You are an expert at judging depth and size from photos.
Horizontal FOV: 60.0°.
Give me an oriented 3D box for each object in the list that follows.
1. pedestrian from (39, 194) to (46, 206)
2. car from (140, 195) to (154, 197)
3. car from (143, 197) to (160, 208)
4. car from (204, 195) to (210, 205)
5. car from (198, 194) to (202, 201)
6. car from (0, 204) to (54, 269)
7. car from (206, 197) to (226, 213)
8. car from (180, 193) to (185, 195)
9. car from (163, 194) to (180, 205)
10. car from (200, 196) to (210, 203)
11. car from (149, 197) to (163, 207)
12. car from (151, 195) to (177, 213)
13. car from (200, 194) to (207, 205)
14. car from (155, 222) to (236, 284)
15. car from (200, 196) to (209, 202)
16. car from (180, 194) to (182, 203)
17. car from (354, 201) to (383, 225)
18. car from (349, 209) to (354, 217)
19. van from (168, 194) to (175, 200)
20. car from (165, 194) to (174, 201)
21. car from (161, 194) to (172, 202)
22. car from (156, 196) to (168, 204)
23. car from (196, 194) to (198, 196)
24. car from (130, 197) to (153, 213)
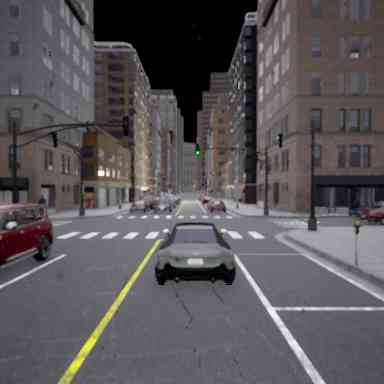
[{"bbox_3d":[-12.571,1.120,27.959,0.375,1.860,0.375,0,1,0],"label":"pedestrian"},{"bbox_3d":[-5.719,1.286,42.007,2.192,1.841,5.009,-1,0,0],"label":"car"},{"bbox_3d":[-5.722,1.515,47.572,1.887,1.381,4.507,-1,0,0],"label":"car"},{"bbox_3d":[2.808,1.495,42.211,1.752,1.417,4.829,-1,0,0],"label":"car"},{"bbox_3d":[2.786,1.417,64.294,1.967,1.590,4.097,-1,0,0],"label":"car"},{"bbox_3d":[-5.687,1.304,9.441,2.192,1.841,5.009,-1,0,0],"label":"car"},{"bbox_3d":[2.814,1.553,36.478,1.802,1.307,4.206,-1,0,0],"label":"car"},{"bbox_3d":[-3.064,1.470,66.666,2.128,1.511,4.902,0,0,0],"label":"car"},{"bbox_3d":[-3.134,1.462,46.540,2.128,1.511,4.902,0,0,0],"label":"car"},{"bbox_3d":[2.782,1.525,69.858,1.887,1.381,4.507,-1,0,0],"label":"car"},{"bbox_3d":[-5.727,1.497,52.966,1.752,1.417,4.829,-1,0,0],"label":"car"},{"bbox_3d":[-3.133,1.463,37.141,2.128,1.511,4.902,0,0,0],"label":"car"},{"bbox_3d":[2.793,1.518,58.731,1.887,1.381,4.507,-1,0,0],"label":"car"},{"bbox_3d":[0.083,1.552,9.570,1.994,1.385,4.181,0,0,0],"label":"car"},{"bbox_3d":[2.776,1.536,75.421,2.008,1.369,4.403,-1,0,0],"label":"car"},{"bbox_3d":[-3.107,1.499,56.233,1.812,1.442,4.674,0,0,0],"label":"car"},{"bbox_3d":[13.616,1.423,21.938,4.674,1.442,1.812,0,1,0],"label":"car"},{"bbox_3d":[14.839,1.399,25.017,5.357,1.411,2.033,0,1,2],"label":"car"},{"bbox_3d":[-5.767,1.337,92.092,1.690,1.788,3.998,-1,0,0],"label":"van"},{"bbox_3d":[-5.761,1.433,86.527,1.967,1.590,4.097,-1,0,0],"label":"car"},{"bbox_3d":[-5.752,1.300,75.396,2.192,1.841,5.009,-1,0,0],"label":"car"},{"bbox_3d":[-5.738,1.528,64.266,2.008,1.369,4.403,-1,0,0],"label":"car"},{"bbox_3d":[2.768,1.304,80.985,2.192,1.841,5.009,-1,0,0],"label":"car"},{"bbox_3d":[-5.711,1.553,36.442,1.802,1.307,4.206,-1,0,0],"label":"car"}]
